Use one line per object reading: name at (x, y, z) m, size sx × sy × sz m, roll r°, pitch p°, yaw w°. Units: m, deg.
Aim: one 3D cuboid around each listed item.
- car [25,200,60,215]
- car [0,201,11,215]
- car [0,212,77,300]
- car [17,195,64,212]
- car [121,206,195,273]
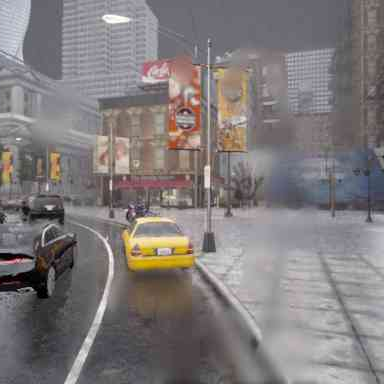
car at (-15.683, 1.577, 34.738) m, size 1.895 × 1.301 × 4.718 m, roll 0°, pitch 0°, yaw -43°
car at (-11.267, 1.479, 18.104) m, size 2.128 × 1.511 × 4.902 m, roll 0°, pitch 0°, yaw -27°
car at (-4.104, 1.487, 8.232) m, size 2.128 × 1.511 × 4.902 m, roll 0°, pitch 0°, yaw -10°
car at (-10.827, 1.206, 23.979) m, size 2.150 × 2.045 × 5.566 m, roll 0°, pitch -1°, yaw -34°
car at (-1.291, 1.455, 10.787) m, size 1.801 × 1.575 × 5.366 m, roll 0°, pitch 0°, yaw -14°
